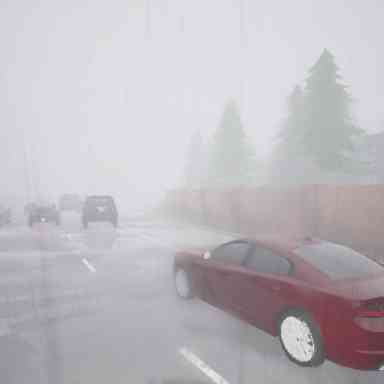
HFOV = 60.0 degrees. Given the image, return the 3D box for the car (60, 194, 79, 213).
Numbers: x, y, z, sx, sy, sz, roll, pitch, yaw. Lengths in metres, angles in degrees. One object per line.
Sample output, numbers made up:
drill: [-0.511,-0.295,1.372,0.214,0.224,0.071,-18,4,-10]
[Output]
car: [-13.549,1.240,37.723,2.150,2.045,5.566,0,0,-9]

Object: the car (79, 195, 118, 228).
car: [-6.417,1.233,22.852,2.150,2.045,5.566,0,0,-19]

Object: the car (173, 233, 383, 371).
car: [1.414,1.481,5.998,1.882,1.535,5.008,0,0,-31]

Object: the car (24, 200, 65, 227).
car: [-10.166,1.513,23.269,1.837,1.490,4.892,0,-1,-19]

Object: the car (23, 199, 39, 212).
car: [-16.863,1.544,36.371,1.812,1.442,4.674,0,0,-10]

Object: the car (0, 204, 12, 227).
car: [-13.564,1.515,22.479,1.837,1.490,4.892,0,0,-18]
